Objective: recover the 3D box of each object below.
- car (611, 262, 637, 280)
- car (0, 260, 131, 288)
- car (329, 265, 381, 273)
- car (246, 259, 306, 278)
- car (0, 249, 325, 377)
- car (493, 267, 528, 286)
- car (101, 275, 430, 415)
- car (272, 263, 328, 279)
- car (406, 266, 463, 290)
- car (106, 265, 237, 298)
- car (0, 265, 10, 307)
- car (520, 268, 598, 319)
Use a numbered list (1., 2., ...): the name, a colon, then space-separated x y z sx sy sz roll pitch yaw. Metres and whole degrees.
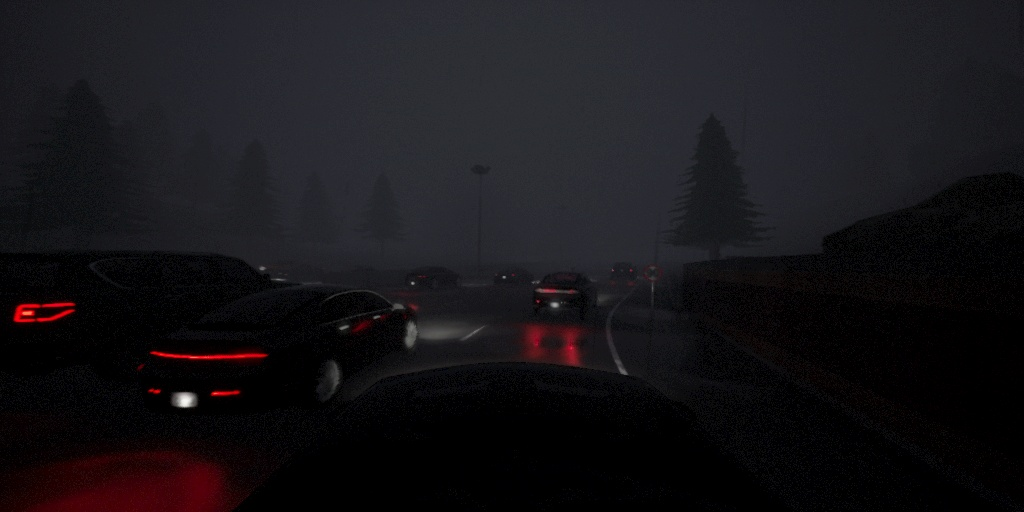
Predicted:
1. car: 10.906 1.334 34.830 2.097 1.767 4.553 0 0 23
2. car: -28.200 1.049 22.846 1.882 1.535 5.008 0 0 18
3. car: -13.509 1.452 31.273 1.895 1.301 4.718 0 0 23
4. car: -23.155 1.146 35.418 2.097 1.767 4.553 0 0 23
5. car: -6.623 0.931 7.263 2.150 2.045 5.566 0 -1 8
6. car: 0.203 1.489 27.433 1.994 1.385 4.181 0 0 23
7. car: -3.155 1.243 6.122 1.837 1.490 4.892 0 0 6
8. car: -19.983 1.372 33.938 1.994 1.385 4.181 0 0 23
9. car: -5.079 1.384 23.817 1.837 1.490 4.892 0 0 22
10. car: -18.221 1.278 19.585 1.837 1.490 4.892 0 -1 18
11. car: -20.192 1.071 11.129 1.882 1.535 5.008 0 -1 11
12. car: 2.139 1.369 13.647 2.128 1.511 4.902 0 -1 19
